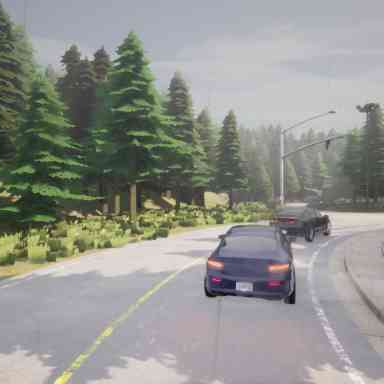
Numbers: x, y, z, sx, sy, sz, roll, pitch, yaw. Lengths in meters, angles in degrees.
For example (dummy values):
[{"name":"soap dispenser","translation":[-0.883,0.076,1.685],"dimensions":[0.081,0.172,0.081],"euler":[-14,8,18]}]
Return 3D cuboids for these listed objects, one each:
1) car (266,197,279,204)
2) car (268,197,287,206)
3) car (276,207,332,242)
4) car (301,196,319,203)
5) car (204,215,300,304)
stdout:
[{"name":"car","translation":[11.039,1.531,44.306],"dimensions":[1.837,1.490,4.892],"euler":[0,0,5]},{"name":"car","translation":[14.367,1.552,55.846],"dimensions":[1.812,1.442,4.674],"euler":[0,0,30]},{"name":"car","translation":[5.467,1.505,16.535],"dimensions":[1.837,1.490,4.892],"euler":[0,0,37]},{"name":"car","translation":[23.668,1.551,66.248],"dimensions":[4.902,1.511,2.128],"euler":[0,0,-40]},{"name":"car","translation":[1.541,1.526,8.166],"dimensions":[1.812,1.442,4.674],"euler":[0,0,15]}]
